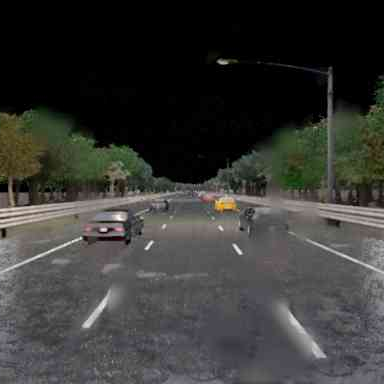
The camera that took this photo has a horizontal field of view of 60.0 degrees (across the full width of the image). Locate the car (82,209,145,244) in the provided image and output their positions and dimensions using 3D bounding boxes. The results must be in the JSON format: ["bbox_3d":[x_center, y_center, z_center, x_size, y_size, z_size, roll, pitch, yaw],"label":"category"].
[{"bbox_3d":[-3.404,1.488,15.286,2.033,1.411,5.357,0,0,0],"label":"car"}]

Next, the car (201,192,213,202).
[{"bbox_3d":[3.444,1.096,69.440,2.097,1.767,4.553,0,0,0],"label":"car"}]

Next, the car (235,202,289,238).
[{"bbox_3d":[3.593,1.438,17.281,1.837,1.490,4.892,0,0,0],"label":"car"}]

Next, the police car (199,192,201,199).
[{"bbox_3d":[3.367,1.131,80.579,1.930,1.638,5.238,0,0,0],"label":"police car"}]

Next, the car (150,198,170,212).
[{"bbox_3d":[-3.415,1.355,35.721,2.128,1.511,4.902,0,0,0],"label":"car"}]

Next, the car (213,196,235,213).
[{"bbox_3d":[3.586,1.341,35.723,1.882,1.535,5.008,0,0,0],"label":"car"}]
